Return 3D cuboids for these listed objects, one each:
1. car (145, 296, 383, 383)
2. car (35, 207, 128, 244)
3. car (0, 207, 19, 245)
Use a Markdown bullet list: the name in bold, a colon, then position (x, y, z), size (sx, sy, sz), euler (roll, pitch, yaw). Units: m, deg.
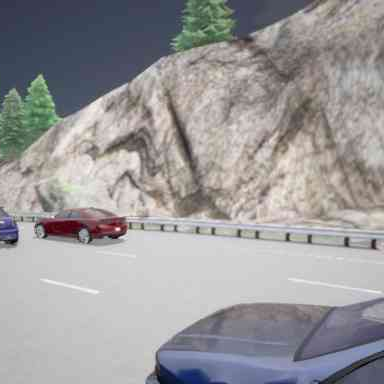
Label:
- **car**: position (2.173, 1.540, 2.387), size (5.357, 1.411, 2.033), euler (0, 0, 35)
- **car**: position (-5.295, 1.456, 15.621), size (5.008, 1.535, 1.882), euler (0, 0, 32)
- **car**: position (-9.424, 1.338, 13.998), size (4.553, 1.767, 2.097), euler (0, 0, 31)
